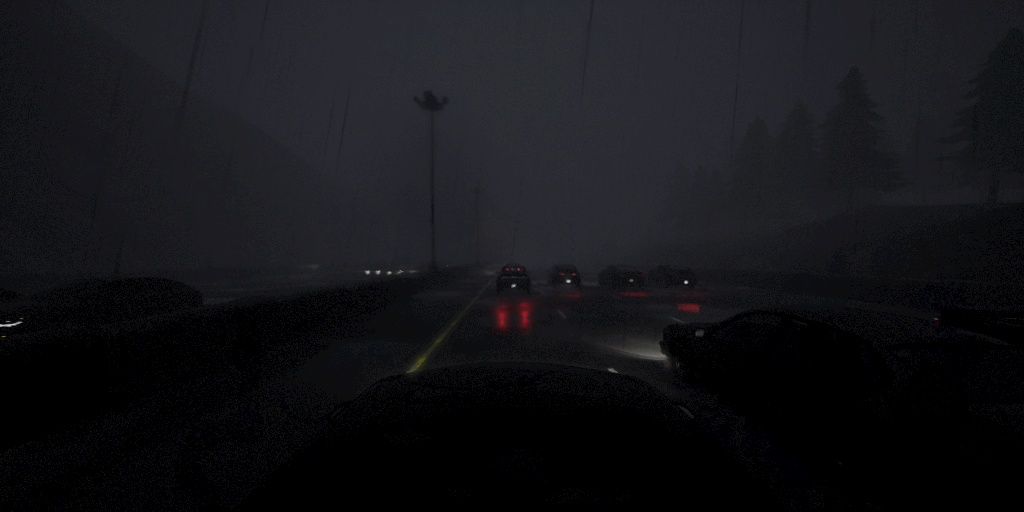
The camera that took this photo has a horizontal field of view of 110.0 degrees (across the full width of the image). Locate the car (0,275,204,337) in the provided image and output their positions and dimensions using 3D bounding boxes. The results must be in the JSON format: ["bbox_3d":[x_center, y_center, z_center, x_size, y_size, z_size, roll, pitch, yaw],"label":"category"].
[{"bbox_3d":[-10.600,1.285,9.201,1.837,1.490,4.892,0,0,0],"label":"car"}]

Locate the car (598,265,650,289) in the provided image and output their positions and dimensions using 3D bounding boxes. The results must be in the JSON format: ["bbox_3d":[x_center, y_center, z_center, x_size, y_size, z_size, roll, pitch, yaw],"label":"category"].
[{"bbox_3d":[7.097,1.315,23.774,1.882,1.535,5.008,0,0,0],"label":"car"}]

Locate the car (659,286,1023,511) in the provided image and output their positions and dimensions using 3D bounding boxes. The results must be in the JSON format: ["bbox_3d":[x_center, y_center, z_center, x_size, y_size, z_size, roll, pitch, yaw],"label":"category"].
[{"bbox_3d":[3.600,1.306,4.070,2.033,1.411,5.357,0,0,0],"label":"car"}]

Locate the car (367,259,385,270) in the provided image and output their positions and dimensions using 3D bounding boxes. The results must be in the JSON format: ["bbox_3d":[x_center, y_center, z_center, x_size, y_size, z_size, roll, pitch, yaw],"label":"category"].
[{"bbox_3d":[-21.007,1.325,56.395,2.097,1.767,4.553,0,0,0],"label":"car"}]

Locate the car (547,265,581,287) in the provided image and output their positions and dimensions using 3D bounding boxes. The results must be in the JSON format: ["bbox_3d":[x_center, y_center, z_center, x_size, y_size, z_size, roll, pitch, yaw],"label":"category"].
[{"bbox_3d":[3.597,1.347,25.128,1.837,1.490,4.892,0,0,0],"label":"car"}]

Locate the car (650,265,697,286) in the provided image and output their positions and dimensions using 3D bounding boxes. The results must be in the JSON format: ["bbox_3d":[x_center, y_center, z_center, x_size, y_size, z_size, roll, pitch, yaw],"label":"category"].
[{"bbox_3d":[10.597,1.344,24.240,1.837,1.490,4.892,0,0,0],"label":"car"}]

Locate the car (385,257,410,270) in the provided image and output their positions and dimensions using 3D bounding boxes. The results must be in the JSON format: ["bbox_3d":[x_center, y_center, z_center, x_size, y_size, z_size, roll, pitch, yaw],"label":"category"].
[{"bbox_3d":[-17.507,1.194,56.324,2.150,2.045,5.566,0,0,0],"label":"car"}]

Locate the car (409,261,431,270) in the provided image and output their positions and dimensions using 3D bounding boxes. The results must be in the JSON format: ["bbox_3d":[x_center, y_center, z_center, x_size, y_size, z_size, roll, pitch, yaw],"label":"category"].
[{"bbox_3d":[-14.007,1.513,56.303,2.033,1.411,5.357,0,0,0],"label":"car"}]

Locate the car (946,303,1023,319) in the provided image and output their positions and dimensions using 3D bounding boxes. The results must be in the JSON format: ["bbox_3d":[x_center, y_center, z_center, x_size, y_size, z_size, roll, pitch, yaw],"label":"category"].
[{"bbox_3d":[7.100,0.975,2.867,2.150,2.045,5.566,0,0,0],"label":"car"}]

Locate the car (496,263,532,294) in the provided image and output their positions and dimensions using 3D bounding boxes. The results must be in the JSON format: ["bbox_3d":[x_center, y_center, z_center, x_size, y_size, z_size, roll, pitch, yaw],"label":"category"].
[{"bbox_3d":[0.097,1.316,20.672,2.128,1.511,4.902,0,0,0],"label":"car"}]

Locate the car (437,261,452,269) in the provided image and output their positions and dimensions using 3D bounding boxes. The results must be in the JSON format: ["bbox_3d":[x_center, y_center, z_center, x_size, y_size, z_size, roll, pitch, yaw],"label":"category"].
[{"bbox_3d":[-10.508,1.486,56.188,1.837,1.490,4.892,0,-1,0],"label":"car"}]

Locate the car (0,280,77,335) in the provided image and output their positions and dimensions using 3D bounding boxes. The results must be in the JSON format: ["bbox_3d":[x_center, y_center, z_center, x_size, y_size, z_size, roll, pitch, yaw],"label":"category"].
[{"bbox_3d":[-14.100,1.378,8.475,1.895,1.301,4.718,0,0,0],"label":"car"}]

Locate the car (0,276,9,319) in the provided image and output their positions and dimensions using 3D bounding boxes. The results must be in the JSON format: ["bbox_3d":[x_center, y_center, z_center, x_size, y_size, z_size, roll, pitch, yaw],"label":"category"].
[{"bbox_3d":[-17.601,1.346,9.749,1.994,1.385,4.181,0,0,0],"label":"car"}]
